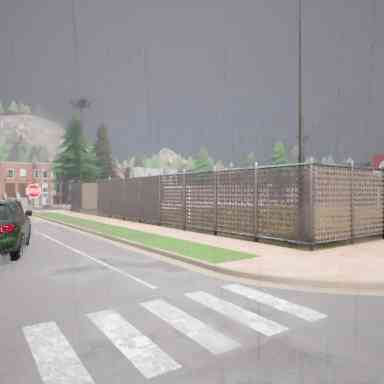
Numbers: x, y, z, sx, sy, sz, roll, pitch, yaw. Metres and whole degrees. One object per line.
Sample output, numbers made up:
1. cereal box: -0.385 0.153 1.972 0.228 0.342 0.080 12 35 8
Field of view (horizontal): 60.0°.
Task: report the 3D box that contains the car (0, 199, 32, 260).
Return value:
1. car: -7.247 1.268 12.120 2.150 2.045 5.566 1 -1 -22
